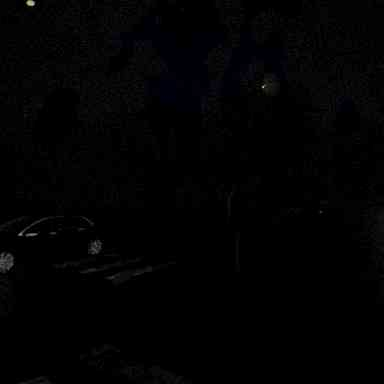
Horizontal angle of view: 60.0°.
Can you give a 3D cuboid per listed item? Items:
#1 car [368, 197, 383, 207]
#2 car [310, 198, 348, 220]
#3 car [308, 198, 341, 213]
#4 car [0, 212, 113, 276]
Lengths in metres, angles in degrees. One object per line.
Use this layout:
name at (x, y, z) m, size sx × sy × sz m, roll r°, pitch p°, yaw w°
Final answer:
car at (26.159, 1.396, 46.894) m, size 2.033 × 1.411 × 5.357 m, roll 0°, pitch 0°, yaw 37°
car at (10.987, 1.299, 26.537) m, size 1.882 × 1.535 × 5.008 m, roll 0°, pitch 0°, yaw 37°
car at (14.426, 1.351, 36.059) m, size 2.033 × 1.411 × 5.357 m, roll 0°, pitch 0°, yaw 37°
car at (-4.746, 1.421, 10.364) m, size 1.837 × 1.490 × 4.892 m, roll 0°, pitch 1°, yaw 37°
